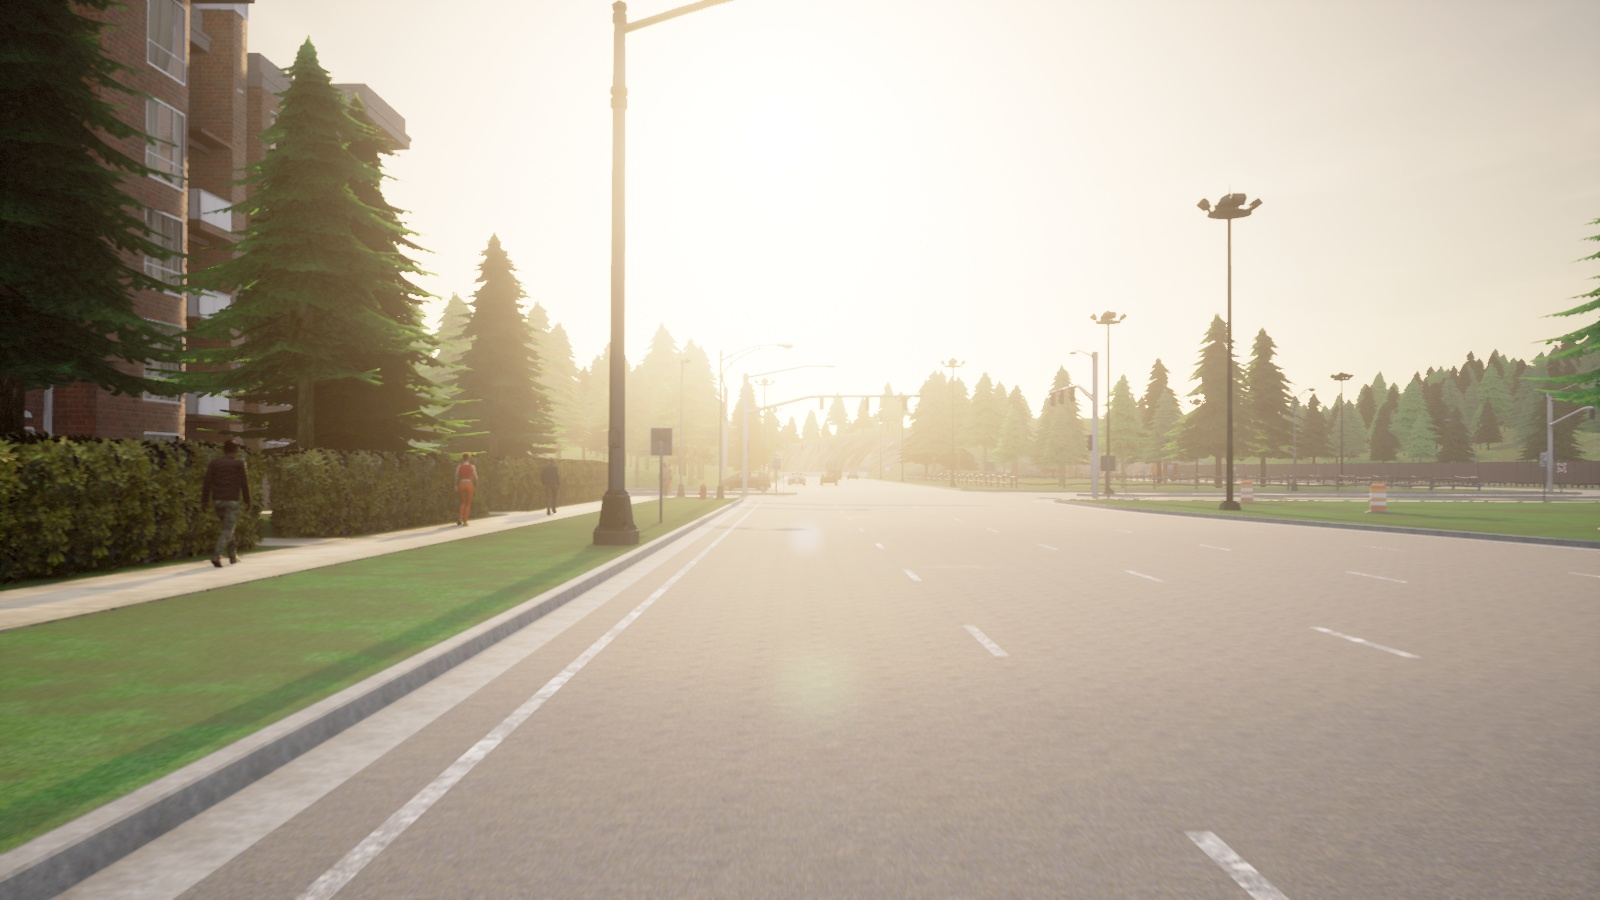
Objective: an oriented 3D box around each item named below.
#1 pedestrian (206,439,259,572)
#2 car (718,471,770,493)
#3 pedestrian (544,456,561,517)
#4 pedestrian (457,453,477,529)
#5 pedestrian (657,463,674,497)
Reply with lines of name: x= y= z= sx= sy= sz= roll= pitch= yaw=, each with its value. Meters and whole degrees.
pedestrian: x=-8.046 y=0.774 z=17.817 sx=0.431 sy=1.840 sz=0.703 roll=0 pitch=-1 yaw=1
car: x=-3.997 y=2.317 z=90.073 sx=3.705 sy=1.549 sz=1.789 roll=0 pitch=-1 yaw=0
pedestrian: x=-7.622 y=1.122 z=38.705 sx=0.402 sy=1.842 sz=0.726 roll=0 pitch=-1 yaw=0
pedestrian: x=-8.150 y=0.991 z=30.731 sx=0.345 sy=1.836 sz=0.594 roll=0 pitch=-1 yaw=0
pedestrian: x=-7.306 y=1.628 z=68.416 sx=0.874 sy=1.855 sz=0.900 roll=0 pitch=-1 yaw=-2
